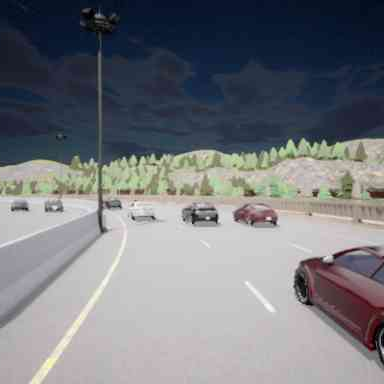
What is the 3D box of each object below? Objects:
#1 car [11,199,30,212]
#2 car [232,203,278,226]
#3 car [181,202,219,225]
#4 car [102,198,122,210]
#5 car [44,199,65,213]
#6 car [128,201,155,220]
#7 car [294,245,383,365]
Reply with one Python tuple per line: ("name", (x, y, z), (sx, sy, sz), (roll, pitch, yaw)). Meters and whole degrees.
("car", (-20.085, 1.587, 39.035), (2.033, 1.411, 5.357), (0, 0, -26))
("car", (4.251, 1.482, 22.814), (1.812, 1.442, 4.674), (0, 0, -12))
("car", (0.478, 1.463, 23.611), (2.128, 1.511, 4.902), (0, 0, -13))
("car", (-10.652, 1.485, 43.915), (2.128, 1.511, 4.902), (0, 0, -27))
("car", (-15.475, 1.515, 37.344), (2.128, 1.511, 4.902), (0, 0, -25))
("car", (-4.283, 1.512, 27.850), (1.812, 1.442, 4.674), (0, 0, -16))
("car", (3.229, 1.544, 5.399), (1.994, 1.385, 4.181), (0, 0, -4))
